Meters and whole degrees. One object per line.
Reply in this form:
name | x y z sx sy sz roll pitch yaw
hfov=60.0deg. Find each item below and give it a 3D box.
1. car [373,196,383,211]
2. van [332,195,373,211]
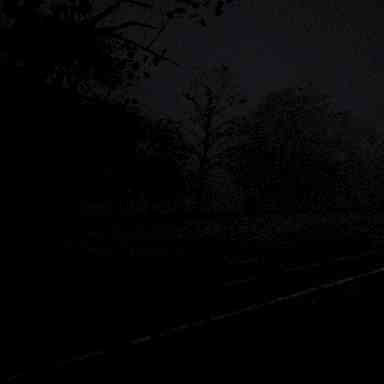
car | 22.760 1.491 44.572 2.435 2.045 5.566 2 -1 -35
van | 20.352 1.447 42.968 1.878 1.987 4.442 2 -1 -35
